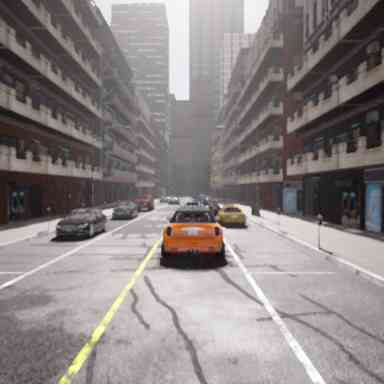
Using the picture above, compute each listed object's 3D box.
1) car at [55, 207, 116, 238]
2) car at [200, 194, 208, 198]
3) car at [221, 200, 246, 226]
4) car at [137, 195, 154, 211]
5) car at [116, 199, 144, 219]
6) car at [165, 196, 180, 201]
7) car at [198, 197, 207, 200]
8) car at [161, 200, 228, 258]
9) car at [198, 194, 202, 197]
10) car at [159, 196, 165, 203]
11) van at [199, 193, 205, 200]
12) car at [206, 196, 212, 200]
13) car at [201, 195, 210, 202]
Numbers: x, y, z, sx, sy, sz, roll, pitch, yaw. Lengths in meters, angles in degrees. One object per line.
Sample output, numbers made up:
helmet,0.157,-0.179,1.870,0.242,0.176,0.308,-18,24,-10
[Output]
car,-5.692,1.545,17.544,2.008,1.369,4.403,-1,0,0
car,2.705,1.549,56.725,1.947,1.339,4.313,-1,0,0
car,2.690,1.518,23.283,1.752,1.417,4.829,-1,0,0
car,-5.686,1.302,39.952,2.192,1.841,5.009,-1,0,0
car,-5.688,1.541,28.748,2.008,1.369,4.403,-1,0,0
car,-3.029,1.530,57.443,2.033,1.411,5.357,0,0,1
car,0.060,1.497,28.069,1.837,1.490,4.892,0,0,0
car,0.051,1.347,12.947,2.097,1.767,4.553,0,0,1
car,2.707,1.533,62.328,2.008,1.369,4.403,-1,0,0
car,-5.671,1.532,67.962,2.008,1.369,4.403,-1,0,0
van,2.716,1.319,90.338,1.690,1.788,3.998,-1,0,0
car,2.693,1.429,34.317,1.967,1.590,4.097,-1,0,0
car,3.032,1.485,74.341,1.837,1.490,4.892,0,0,0
